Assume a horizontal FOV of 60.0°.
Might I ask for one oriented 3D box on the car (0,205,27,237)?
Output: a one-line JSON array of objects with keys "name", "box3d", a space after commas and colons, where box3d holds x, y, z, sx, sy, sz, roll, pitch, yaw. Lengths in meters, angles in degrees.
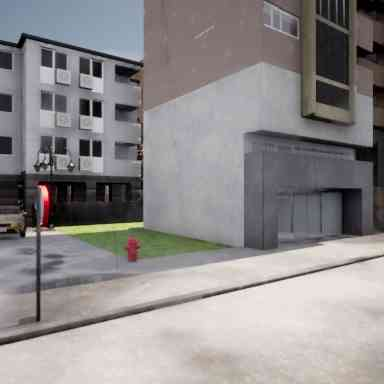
[{"name": "car", "box3d": [-9.327, 1.417, 16.791, 1.816, 1.474, 4.193, 0, 0, -25]}]
